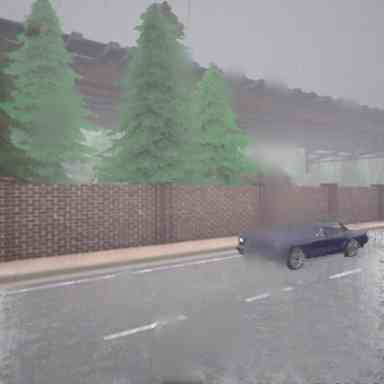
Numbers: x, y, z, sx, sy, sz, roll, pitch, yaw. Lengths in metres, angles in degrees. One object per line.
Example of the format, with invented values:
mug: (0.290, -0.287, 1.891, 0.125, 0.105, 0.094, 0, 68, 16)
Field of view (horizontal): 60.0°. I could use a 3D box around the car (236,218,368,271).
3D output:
car: (3.690, 1.553, 10.914, 4.718, 1.301, 1.895, 0, 0, -35)
